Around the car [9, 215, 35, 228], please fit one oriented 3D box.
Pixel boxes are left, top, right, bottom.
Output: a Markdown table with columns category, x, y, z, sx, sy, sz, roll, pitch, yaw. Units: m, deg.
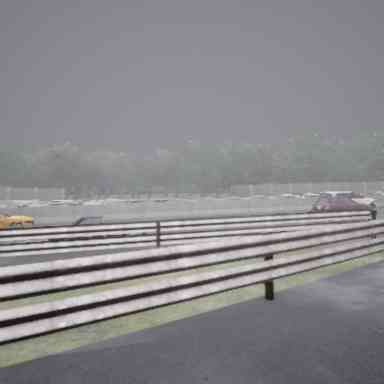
| category | x | y | z | sx | sy | sz | roll | pitch | yaw |
| --- | --- | --- | --- | --- | --- | --- | --- | --- | --- |
| car | -12.713 | 1.884 | 21.027 | 5.008 | 1.535 | 1.882 | -2 | 0 | -18 |

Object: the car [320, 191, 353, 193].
| category | x | y | z | sx | sy | sz | roll | pitch | yaw |
| --- | --- | --- | --- | --- | --- | --- | --- | --- | --- |
| car | 13.796 | 0.931 | 29.736 | 5.566 | 2.045 | 2.150 | -1 | 0 | -18 |

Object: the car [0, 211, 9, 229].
| category | x | y | z | sx | sy | sz | roll | pitch | yaw |
| --- | --- | --- | --- | --- | --- | --- | --- | --- | --- |
| car | -12.527 | 1.780 | 17.404 | 4.553 | 1.767 | 2.097 | -2 | 0 | -18 |

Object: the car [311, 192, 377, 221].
| category | x | y | z | sx | sy | sz | roll | pitch | yaw |
| --- | --- | --- | --- | --- | --- | --- | --- | --- | --- |
| car | 11.390 | 1.152 | 25.263 | 4.553 | 1.767 | 2.097 | -1 | 0 | -18 |

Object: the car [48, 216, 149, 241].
| category | x | y | z | sx | sy | sz | roll | pitch | yaw |
| --- | --- | --- | --- | --- | --- | --- | --- | --- | --- |
| car | -4.530 | 1.847 | 16.347 | 4.718 | 1.301 | 1.895 | -2 | 0 | -18 |
